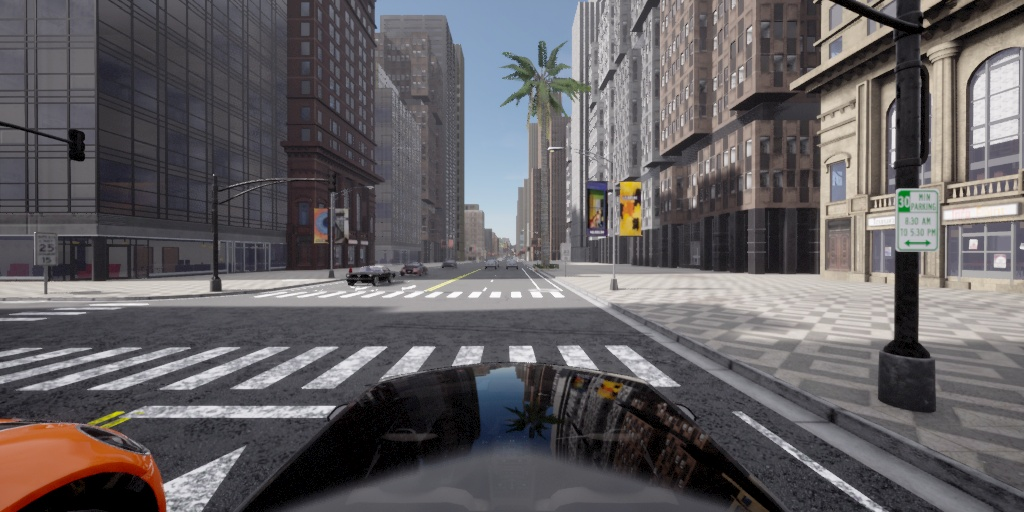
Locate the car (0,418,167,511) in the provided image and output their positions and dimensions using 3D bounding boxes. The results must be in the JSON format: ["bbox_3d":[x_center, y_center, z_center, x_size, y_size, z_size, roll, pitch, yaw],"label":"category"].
[{"bbox_3d":[-3.150,1.102,0.256,2.097,1.767,4.553,0,0,0],"label":"car"}]

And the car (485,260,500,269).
[{"bbox_3d":[-3.226,1.334,55.736,2.033,1.411,5.357,0,0,0],"label":"car"}]

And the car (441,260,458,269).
[{"bbox_3d":[-9.765,1.336,56.483,2.033,1.411,5.357,0,0,1],"label":"car"}]

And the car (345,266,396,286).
[{"bbox_3d":[-9.840,1.356,25.262,1.895,1.301,4.718,0,0,0],"label":"car"}]

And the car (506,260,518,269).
[{"bbox_3d":[0.024,1.334,55.734,2.033,1.411,5.357,0,0,0],"label":"car"}]

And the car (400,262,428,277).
[{"bbox_3d":[-9.838,1.325,36.182,1.994,1.385,4.181,0,0,0],"label":"car"}]
